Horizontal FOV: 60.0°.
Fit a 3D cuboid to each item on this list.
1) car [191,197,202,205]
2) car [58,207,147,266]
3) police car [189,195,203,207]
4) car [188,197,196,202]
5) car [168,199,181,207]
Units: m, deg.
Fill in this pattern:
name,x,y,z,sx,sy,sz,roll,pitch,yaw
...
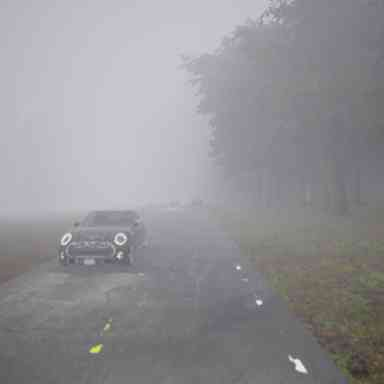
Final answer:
name,x,y,z,sx,sy,sz,roll,pitch,yaw
car,0.829,1.746,64.405,1.882,1.535,5.008,0,-1,0
car,-2.849,1.357,11.509,2.097,1.767,4.553,0,0,0
police car,0.828,1.599,54.513,1.930,1.638,5.238,0,0,0
car,0.006,2.001,88.896,2.033,1.411,5.357,0,-1,0
car,-2.808,1.769,53.748,1.895,1.301,4.718,0,0,0
